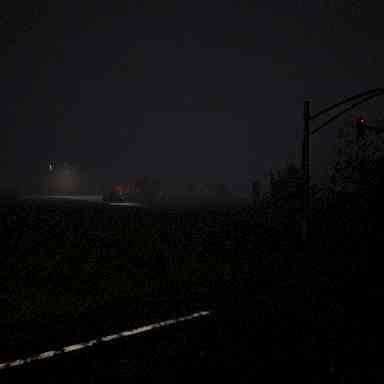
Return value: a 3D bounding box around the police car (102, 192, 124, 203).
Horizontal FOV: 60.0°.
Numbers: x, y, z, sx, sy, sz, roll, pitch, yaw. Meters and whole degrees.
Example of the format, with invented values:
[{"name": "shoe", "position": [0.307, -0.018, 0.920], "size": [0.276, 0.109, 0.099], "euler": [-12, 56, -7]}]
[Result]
[{"name": "police car", "position": [-11.805, 0.817, 49.790], "size": [2.038, 1.542, 4.974], "euler": [1, 0, -32]}]
